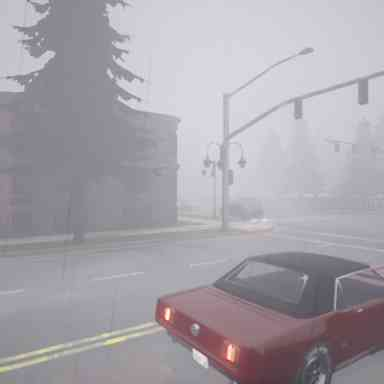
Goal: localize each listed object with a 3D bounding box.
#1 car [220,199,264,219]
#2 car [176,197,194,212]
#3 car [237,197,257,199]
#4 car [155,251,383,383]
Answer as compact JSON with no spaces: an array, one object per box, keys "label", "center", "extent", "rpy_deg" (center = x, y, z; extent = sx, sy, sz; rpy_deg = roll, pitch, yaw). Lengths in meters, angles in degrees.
[{"label":"car","center":[4.275,1.546,29.073],"extent":[1.994,1.385,4.181],"rpy_deg":[0,0,-33]},{"label":"car","center":[-1.689,1.336,38.168],"extent":[2.097,1.767,4.553],"rpy_deg":[0,0,-33]},{"label":"car","center":[6.105,1.328,39.381],"extent":[2.097,1.767,4.553],"rpy_deg":[0,0,-33]},{"label":"car","center":[1.940,1.597,5.014],"extent":[4.718,1.301,1.895],"rpy_deg":[0,0,-34]}]
